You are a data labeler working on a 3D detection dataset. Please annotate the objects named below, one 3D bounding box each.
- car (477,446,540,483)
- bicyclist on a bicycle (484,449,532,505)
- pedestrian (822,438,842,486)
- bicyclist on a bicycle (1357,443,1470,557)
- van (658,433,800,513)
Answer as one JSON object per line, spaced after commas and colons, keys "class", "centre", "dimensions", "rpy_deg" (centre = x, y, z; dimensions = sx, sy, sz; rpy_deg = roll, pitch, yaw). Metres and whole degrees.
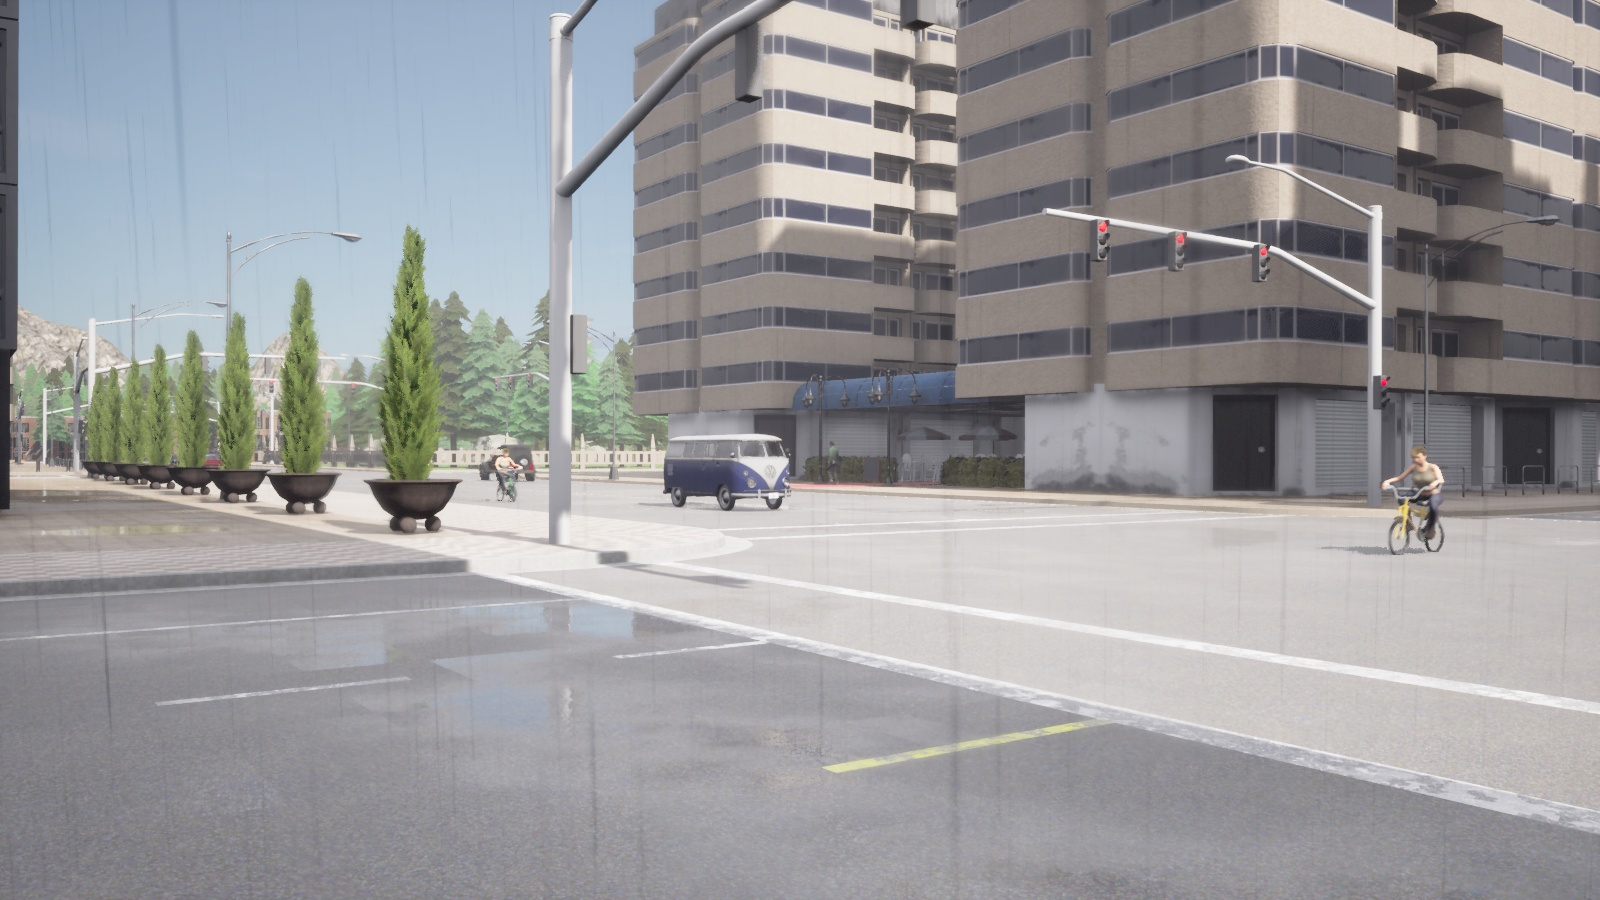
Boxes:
{"class": "car", "centre": [-15.197, 0.732, 65.291], "dimensions": [1.905, 1.878, 3.866], "rpy_deg": [0, 0, -35]}
{"class": "bicyclist on a bicycle", "centre": [-8.676, 0.791, 37.291], "dimensions": [0.866, 1.612, 1.509], "rpy_deg": [0, 0, -35]}
{"class": "pedestrian", "centre": [1.298, 0.489, 51.279], "dimensions": [0.423, 1.949, 0.788], "rpy_deg": [0, 0, -37]}
{"class": "bicyclist on a bicycle", "centre": [9.102, 0.708, 18.622], "dimensions": [1.509, 1.612, 0.866], "rpy_deg": [0, 0, -35]}
{"class": "van", "centre": [-1.986, 0.584, 33.753], "dimensions": [1.775, 1.987, 4.442], "rpy_deg": [0, 0, -35]}
